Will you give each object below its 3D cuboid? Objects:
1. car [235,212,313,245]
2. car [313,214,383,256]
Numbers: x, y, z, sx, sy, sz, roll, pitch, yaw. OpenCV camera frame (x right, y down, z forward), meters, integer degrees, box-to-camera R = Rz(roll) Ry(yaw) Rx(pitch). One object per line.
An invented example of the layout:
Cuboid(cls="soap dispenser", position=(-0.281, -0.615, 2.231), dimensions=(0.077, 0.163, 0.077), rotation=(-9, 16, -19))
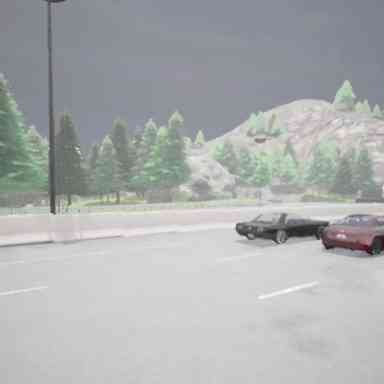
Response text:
Cuboid(cls="car", position=(4.356, 1.596, 15.550), dimensions=(4.718, 1.301, 1.895), rotation=(0, 0, -35))
Cuboid(cls="car", position=(7.027, 1.560, 13.148), dimensions=(4.181, 1.385, 1.994), rotation=(0, 0, -35))
